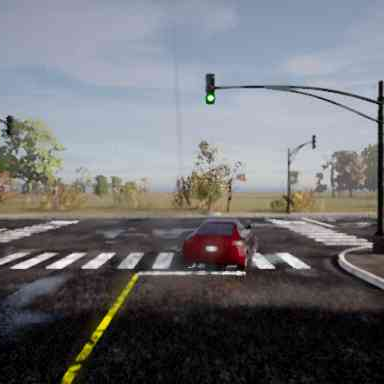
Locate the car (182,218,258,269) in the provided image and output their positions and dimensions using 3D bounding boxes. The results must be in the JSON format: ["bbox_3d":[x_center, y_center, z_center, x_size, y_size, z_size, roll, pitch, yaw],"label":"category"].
[{"bbox_3d":[1.080,1.593,11.455,1.994,1.385,4.181,0,0,15],"label":"car"}]
